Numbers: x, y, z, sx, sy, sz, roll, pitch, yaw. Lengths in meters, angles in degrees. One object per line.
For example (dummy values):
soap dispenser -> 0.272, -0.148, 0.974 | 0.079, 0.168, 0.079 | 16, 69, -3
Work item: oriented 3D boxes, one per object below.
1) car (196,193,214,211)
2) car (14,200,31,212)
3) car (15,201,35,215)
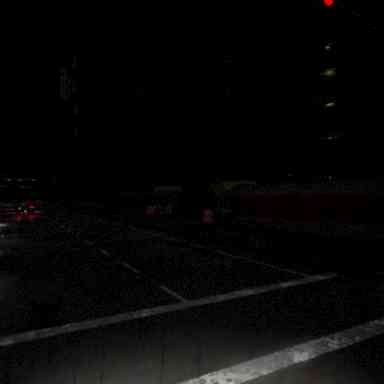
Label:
car -> 1.947, 1.036, 33.988 | 1.905, 1.878, 3.866 | -1, 0, -28
car -> -24.713, 2.000, 48.431 | 2.128, 1.511, 4.902 | -1, 0, -28
car -> -19.803, 1.923, 39.467 | 1.812, 1.442, 4.674 | -1, 0, -28
